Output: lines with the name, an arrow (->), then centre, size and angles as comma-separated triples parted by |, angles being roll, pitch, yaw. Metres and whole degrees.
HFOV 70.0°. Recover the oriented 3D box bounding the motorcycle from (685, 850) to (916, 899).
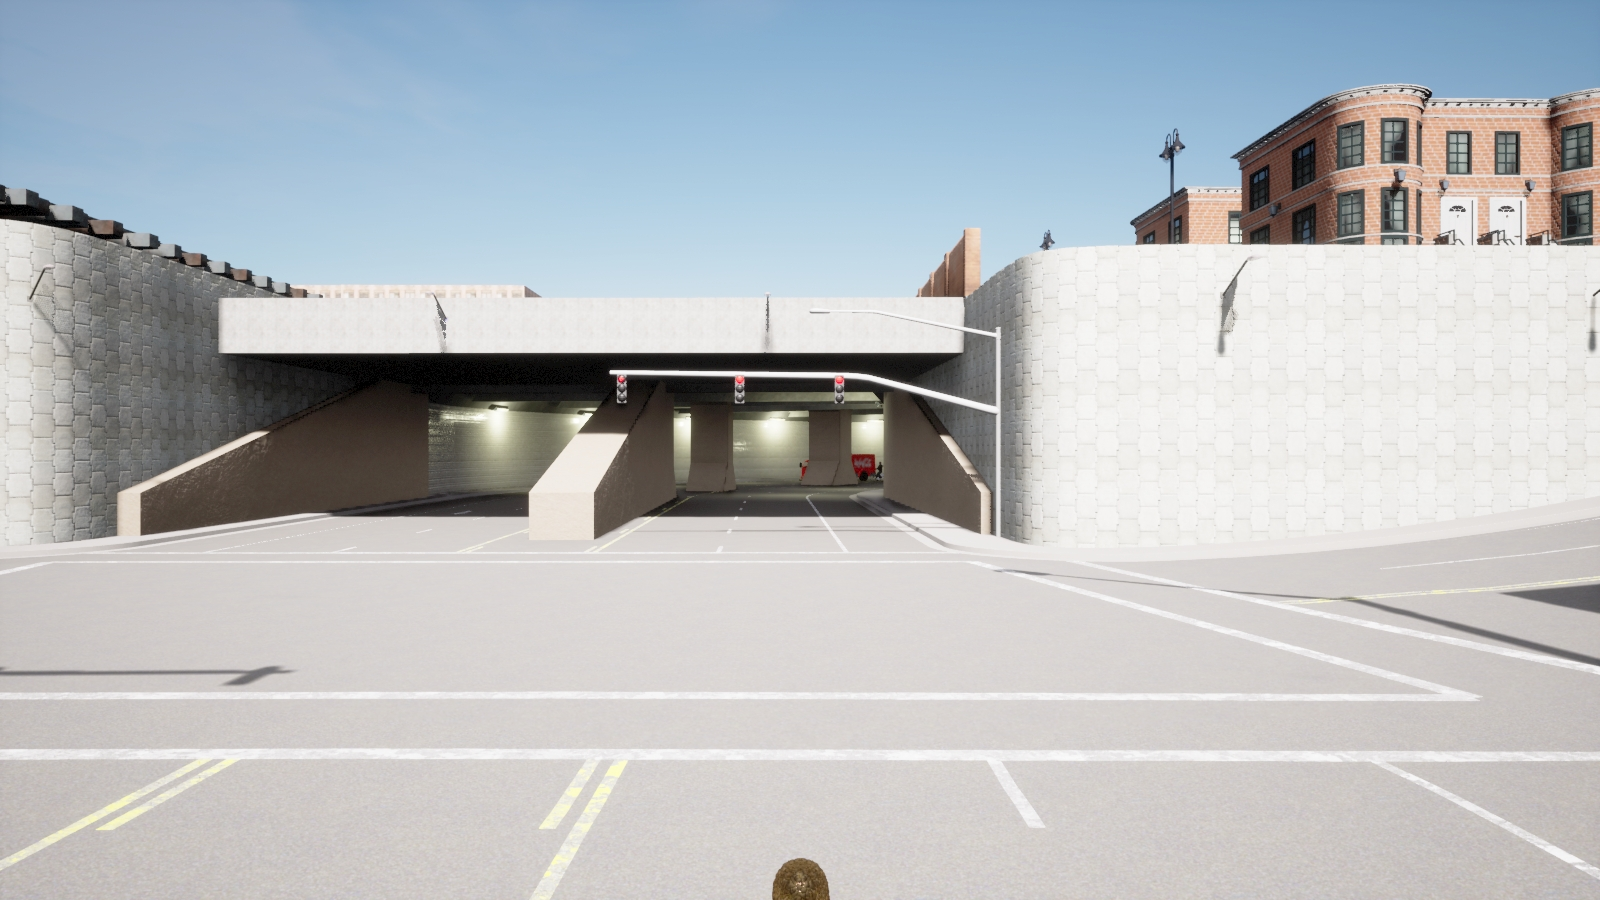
motorcycle -> 0.004, 2.174, 3.443 | 0.803, 1.224, 2.033 | 0, 0, 0
